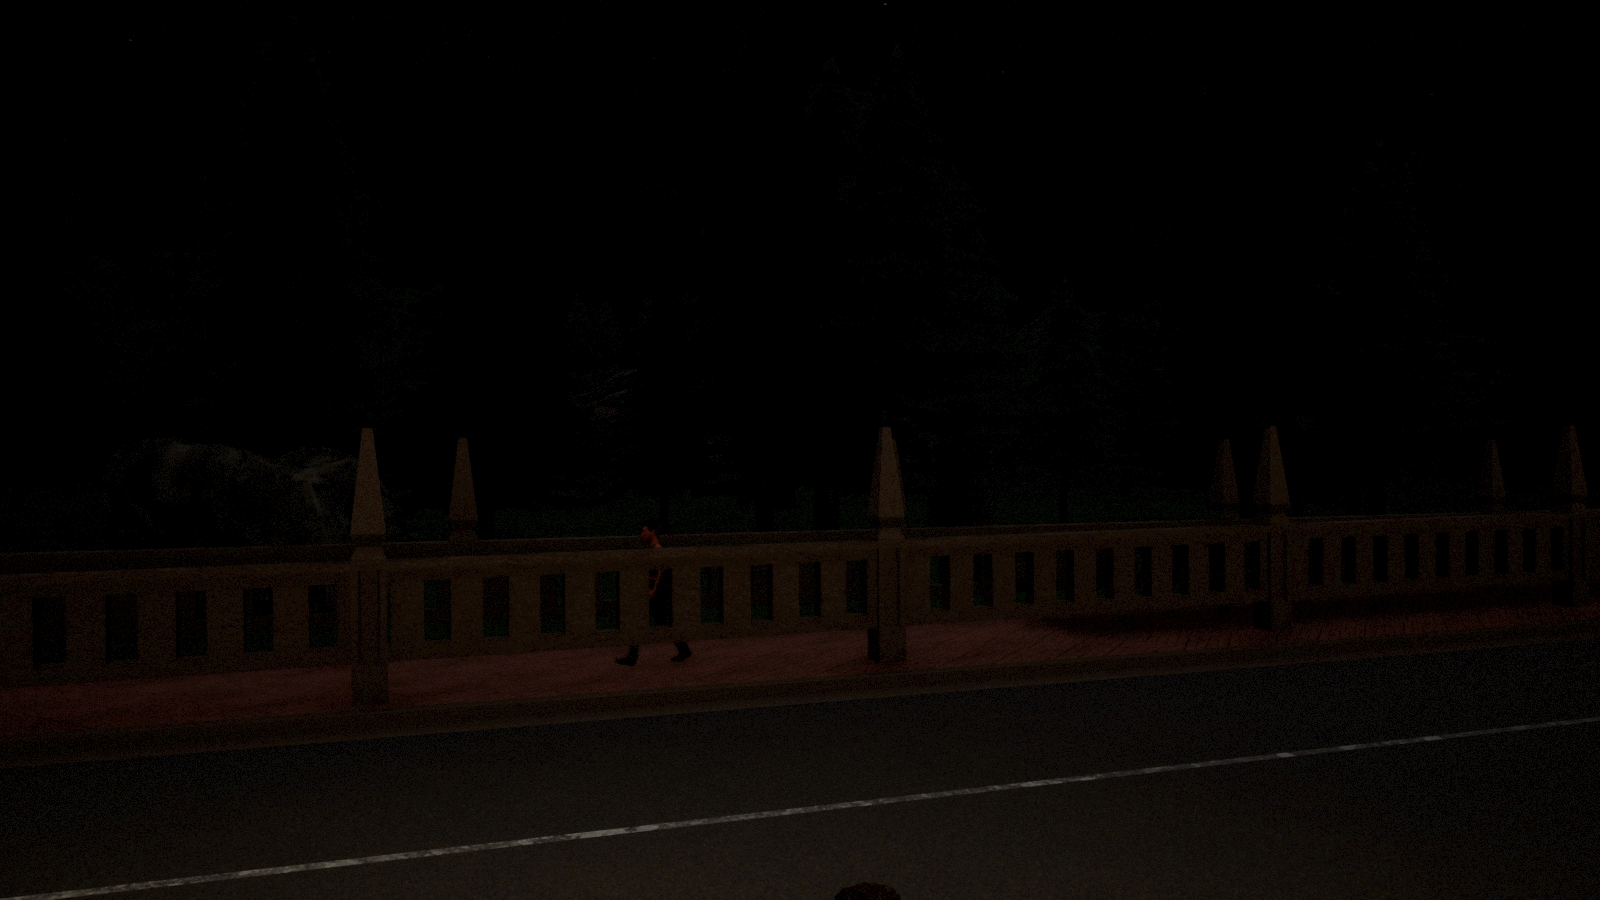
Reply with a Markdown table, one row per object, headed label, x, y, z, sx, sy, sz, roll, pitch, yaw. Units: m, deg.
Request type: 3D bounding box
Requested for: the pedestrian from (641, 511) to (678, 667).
| label | x | y | z | sx | sy | sz | roll | pitch | yaw |
| --- | --- | --- | --- | --- | --- | --- | --- | --- | --- |
| pedestrian | -1.728 | 1.694 | 14.077 | 0.375 | 1.860 | 0.375 | 0 | 0 | -20 |
